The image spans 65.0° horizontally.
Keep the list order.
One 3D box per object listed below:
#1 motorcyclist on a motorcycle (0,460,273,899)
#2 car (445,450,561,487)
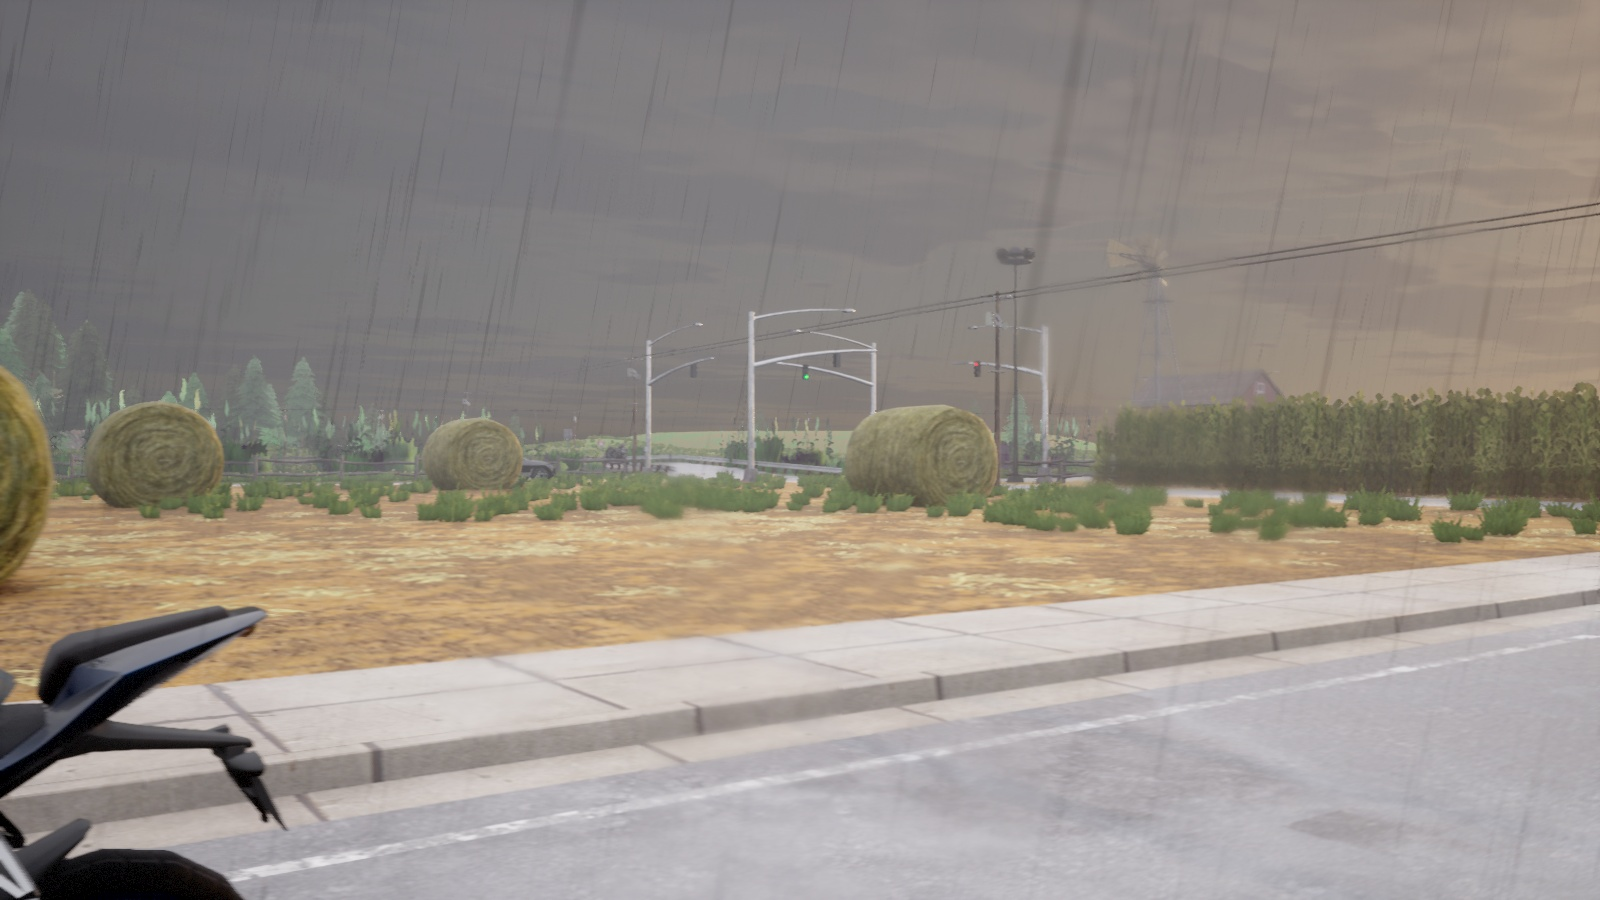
[{"bbox_3d":[-2.163,0.790,2.153,2.191,1.530,0.866,0,0,-35],"label":"motorcyclist on a motorcycle"},{"bbox_3d":[-13.837,0.840,58.565,4.856,1.649,2.033,0,0,-31],"label":"car"}]
